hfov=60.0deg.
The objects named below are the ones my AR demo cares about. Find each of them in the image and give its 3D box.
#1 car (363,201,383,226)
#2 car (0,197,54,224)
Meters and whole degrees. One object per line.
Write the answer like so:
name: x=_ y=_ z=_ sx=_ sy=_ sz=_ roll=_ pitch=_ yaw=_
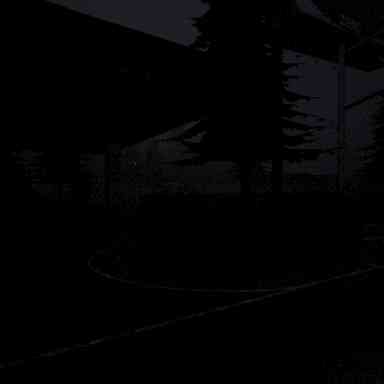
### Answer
car: x=11.394 y=1.317 z=21.322 sx=2.128 sy=1.511 sz=4.902 roll=0 pitch=1 yaw=-36
car: x=-11.953 y=1.313 z=23.482 sx=3.866 sy=1.878 sz=1.905 roll=0 pitch=0 yaw=-36
